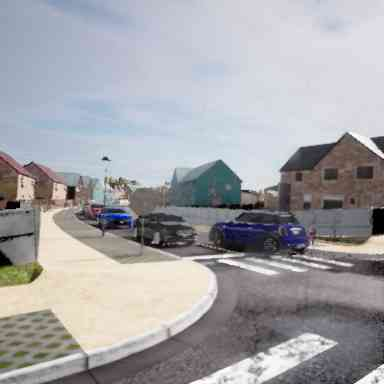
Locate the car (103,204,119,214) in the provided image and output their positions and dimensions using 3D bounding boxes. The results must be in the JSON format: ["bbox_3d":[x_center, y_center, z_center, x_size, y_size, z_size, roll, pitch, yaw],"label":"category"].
[{"bbox_3d":[-12.314,2.569,50.571,1.994,1.385,4.181,3,-2,-18],"label":"car"}]

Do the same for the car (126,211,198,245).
[{"bbox_3d":[-1.467,1.717,16.597,1.837,1.490,4.892,3,-3,-29],"label":"car"}]

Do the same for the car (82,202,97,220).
[{"bbox_3d":[-9.603,1.923,33.689,2.097,1.767,4.553,3,-2,-22],"label":"car"}]

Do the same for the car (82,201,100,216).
[{"bbox_3d":[-13.120,2.102,43.197,2.097,1.767,4.553,3,-2,-18],"label":"car"}]

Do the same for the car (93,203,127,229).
[{"bbox_3d":[-5.836,1.867,25.062,1.882,1.535,5.008,3,-2,-25],"label":"car"}]

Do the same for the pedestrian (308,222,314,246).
[{"bbox_3d":[5.613,1.944,15.690,0.500,1.100,0.500,3,-2,-30],"label":"pedestrian"}]

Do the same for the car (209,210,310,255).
[{"bbox_3d":[2.846,1.649,14.897,2.097,1.767,4.553,4,-3,-38],"label":"car"}]
